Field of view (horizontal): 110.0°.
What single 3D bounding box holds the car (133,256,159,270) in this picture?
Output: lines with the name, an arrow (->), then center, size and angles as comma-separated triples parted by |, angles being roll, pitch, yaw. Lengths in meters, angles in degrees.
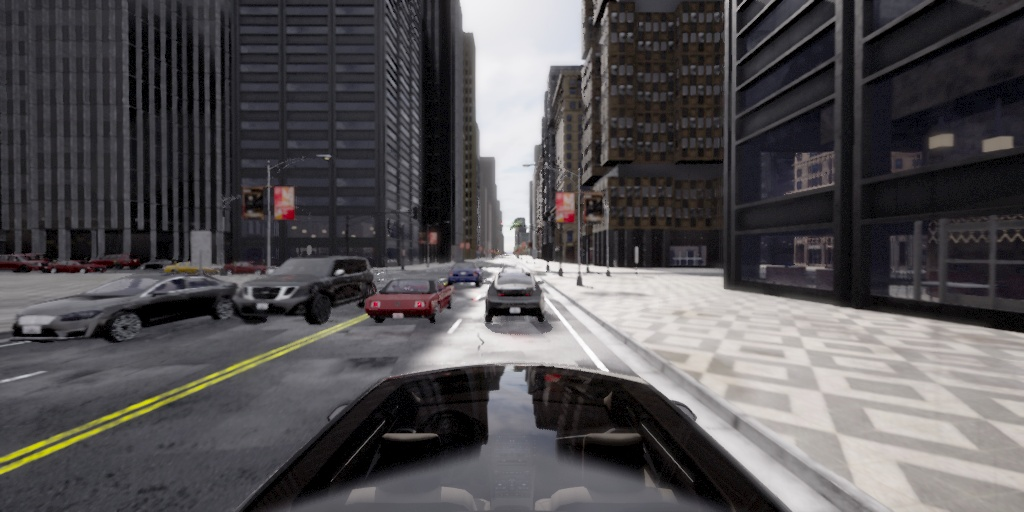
car -> -43.010, 1.027, 44.006 | 4.313, 1.339, 1.948 | 0, 0, 0

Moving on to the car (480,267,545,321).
car -> 0.087, 1.281, 12.582 | 1.837, 1.490, 4.892 | 0, 0, 0

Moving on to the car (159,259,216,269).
car -> -31.532, 1.165, 35.562 | 4.829, 1.417, 1.751 | 0, 0, 0

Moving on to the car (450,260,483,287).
car -> -3.213, 1.149, 25.450 | 2.097, 1.767, 4.553 | 0, 0, -1

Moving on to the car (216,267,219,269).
car -> -26.077, 1.230, 35.601 | 4.507, 1.381, 1.888 | 0, 0, 0

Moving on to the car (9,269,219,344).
car -> -9.828, 1.260, 9.798 | 2.128, 1.511, 4.902 | 0, 0, 0

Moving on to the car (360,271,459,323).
car -> -3.166, 1.374, 12.170 | 1.895, 1.301, 4.718 | 0, 0, 0

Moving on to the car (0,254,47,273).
car -> -48.577, 0.807, 35.441 | 5.009, 1.841, 2.192 | 0, 0, 0

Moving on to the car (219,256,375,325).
car -> -6.565, 0.997, 12.230 | 2.150, 2.045, 5.566 | 0, 0, 0

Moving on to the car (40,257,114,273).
car -> -42.952, 1.088, 35.481 | 4.507, 1.381, 1.888 | 0, 0, 0
